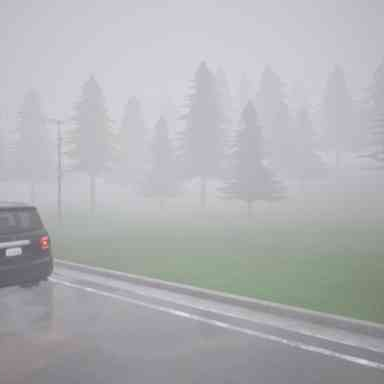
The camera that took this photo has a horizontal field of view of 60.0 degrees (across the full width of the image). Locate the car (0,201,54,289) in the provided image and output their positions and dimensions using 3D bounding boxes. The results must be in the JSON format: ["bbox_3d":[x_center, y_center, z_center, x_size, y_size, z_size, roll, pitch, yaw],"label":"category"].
[{"bbox_3d":[-5.640,1.245,8.008,5.566,2.045,2.150,0,0,35],"label":"car"}]
